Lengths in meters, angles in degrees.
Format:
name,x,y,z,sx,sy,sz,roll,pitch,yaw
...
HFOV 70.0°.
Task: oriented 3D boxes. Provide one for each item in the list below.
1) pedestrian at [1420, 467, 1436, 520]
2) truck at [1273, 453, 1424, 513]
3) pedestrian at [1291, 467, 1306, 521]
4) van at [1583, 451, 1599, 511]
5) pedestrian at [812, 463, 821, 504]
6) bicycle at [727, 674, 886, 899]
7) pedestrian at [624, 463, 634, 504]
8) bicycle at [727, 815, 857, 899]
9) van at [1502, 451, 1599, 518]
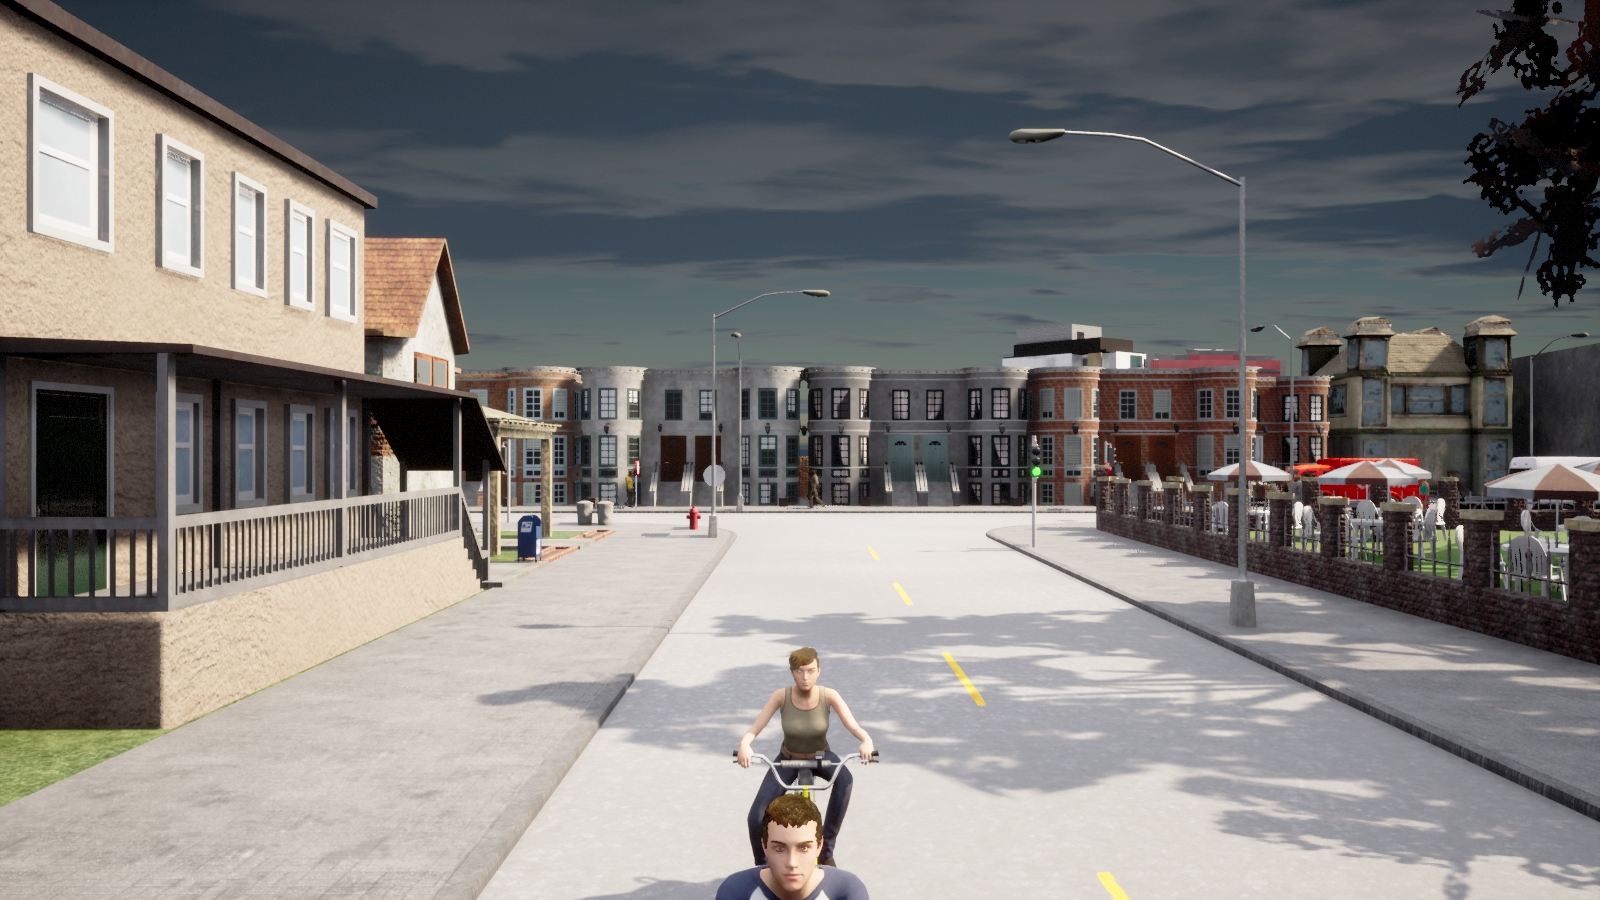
name,x,y,z,sx,sy,sz,roll,pitch,yaw
pedestrian,22.257,1.533,40.484,0.375,1.860,0.375,0,0,3
truck,23.374,1.365,48.875,5.204,2.467,2.627,0,0,0
pedestrian,17.485,1.533,40.091,0.375,1.860,0.375,0,0,-1
van,37.194,1.334,48.909,5.915,2.561,1.988,0,0,1
pedestrian,0.759,1.546,52.474,0.375,1.860,0.375,0,0,-2
bicycle,0.033,2.040,6.906,0.859,1.080,1.487,0,0,0
pedestrian,-7.929,1.546,52.872,0.375,1.860,0.375,0,0,4
bicycle,-0.022,1.938,3.212,0.373,1.296,1.643,0,0,0
van,31.165,1.333,44.885,5.915,2.561,1.988,0,0,0
